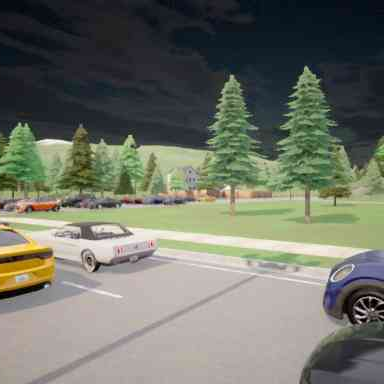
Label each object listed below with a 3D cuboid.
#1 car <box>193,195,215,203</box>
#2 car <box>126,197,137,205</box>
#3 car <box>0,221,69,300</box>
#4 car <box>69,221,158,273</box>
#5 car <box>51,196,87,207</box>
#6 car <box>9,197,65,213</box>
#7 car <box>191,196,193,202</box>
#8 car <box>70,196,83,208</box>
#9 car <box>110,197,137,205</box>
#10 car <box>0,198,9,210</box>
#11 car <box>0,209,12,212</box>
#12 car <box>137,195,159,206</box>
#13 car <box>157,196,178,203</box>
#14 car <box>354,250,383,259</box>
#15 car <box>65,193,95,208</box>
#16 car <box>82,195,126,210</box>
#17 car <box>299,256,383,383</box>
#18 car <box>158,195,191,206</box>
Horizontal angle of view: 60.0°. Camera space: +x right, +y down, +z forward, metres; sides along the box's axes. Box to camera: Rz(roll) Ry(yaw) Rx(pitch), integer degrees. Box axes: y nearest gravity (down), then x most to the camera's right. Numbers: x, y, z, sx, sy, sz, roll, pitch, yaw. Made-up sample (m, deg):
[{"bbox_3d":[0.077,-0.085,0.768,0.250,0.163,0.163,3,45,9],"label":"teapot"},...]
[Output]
[{"bbox_3d":[2.977,1.493,69.055,1.882,1.535,5.008,0,0,36],"label":"car"},{"bbox_3d":[-9.696,1.601,57.769,1.895,1.301,4.718,0,0,36],"label":"car"},{"bbox_3d":[-5.235,1.478,7.708,5.008,1.535,1.882,0,0,35],"label":"car"},{"bbox_3d":[-3.453,1.601,10.738,4.718,1.301,1.895,0,0,35],"label":"car"},{"bbox_3d":[-18.862,1.478,51.156,1.882,1.535,5.008,0,0,36],"label":"car"},{"bbox_3d":[-16.796,1.352,36.163,2.097,1.767,4.553,0,0,36],"label":"car"},{"bbox_3d":[-1.041,1.491,69.485,2.128,1.511,4.902,0,0,36],"label":"car"},{"bbox_3d":[-14.089,1.564,45.825,1.994,1.385,4.181,0,0,36],"label":"car"},{"bbox_3d":[-12.304,1.601,60.120,1.895,1.301,4.718,0,0,36],"label":"car"},{"bbox_3d":[-19.245,1.526,38.757,1.812,1.442,4.674,0,0,36],"label":"car"},{"bbox_3d":[-10.861,1.601,16.006,4.718,1.301,1.895,0,0,35],"label":"car"},{"bbox_3d":[-6.439,1.351,56.301,2.097,1.767,4.553,0,0,36],"label":"car"},{"bbox_3d":[-5.078,1.495,69.890,1.812,1.442,4.674,0,0,36],"label":"car"},{"bbox_3d":[4.481,1.352,5.080,4.553,1.767,2.097,0,0,36],"label":"car"},{"bbox_3d":[-16.508,1.221,48.444,2.150,2.045,5.566,0,0,36],"label":"car"},{"bbox_3d":[-11.418,1.505,43.550,1.837,1.490,4.892,0,0,36],"label":"car"},{"bbox_3d":[3.085,1.505,1.775,4.892,1.490,1.837,0,0,35],"label":"car"},{"bbox_3d":[-2.875,1.505,55.242,1.837,1.490,4.892,0,0,37],"label":"car"}]
